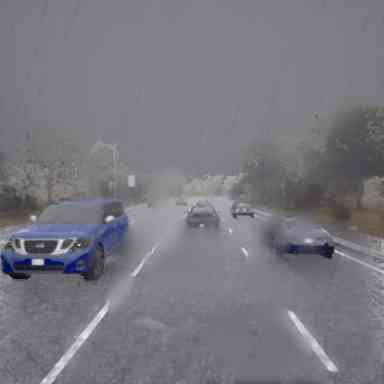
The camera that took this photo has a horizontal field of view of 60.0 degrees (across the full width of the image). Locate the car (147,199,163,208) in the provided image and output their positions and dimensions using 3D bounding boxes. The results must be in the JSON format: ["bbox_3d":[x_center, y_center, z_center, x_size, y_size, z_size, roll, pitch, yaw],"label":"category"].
[{"bbox_3d":[-5.452,1.669,49.504,1.895,1.301,4.718,0,0,2],"label":"car"}]

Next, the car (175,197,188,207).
[{"bbox_3d":[-1.742,1.587,54.621,1.837,1.490,4.892,0,0,3],"label":"car"}]

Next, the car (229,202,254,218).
[{"bbox_3d":[4.527,1.604,30.570,2.033,1.411,5.357,0,0,2],"label":"car"}]

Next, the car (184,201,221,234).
[{"bbox_3d":[0.629,1.537,19.618,1.837,1.490,4.892,0,0,2],"label":"car"}]

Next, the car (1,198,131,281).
[{"bbox_3d":[-3.395,1.232,10.264,2.150,2.045,5.566,0,0,2],"label":"car"}]

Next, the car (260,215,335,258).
[{"bbox_3d":[3.911,1.592,13.009,1.994,1.385,4.181,0,0,2],"label":"car"}]
